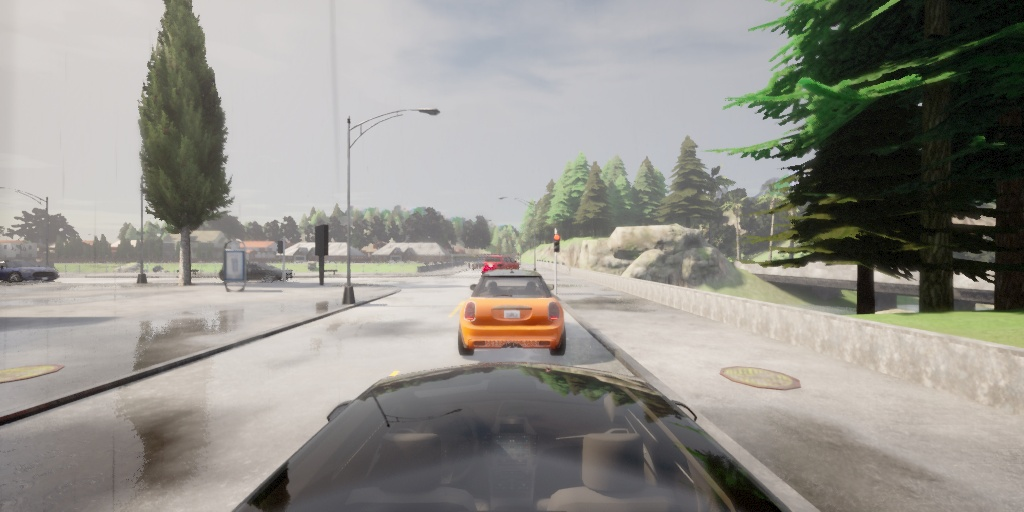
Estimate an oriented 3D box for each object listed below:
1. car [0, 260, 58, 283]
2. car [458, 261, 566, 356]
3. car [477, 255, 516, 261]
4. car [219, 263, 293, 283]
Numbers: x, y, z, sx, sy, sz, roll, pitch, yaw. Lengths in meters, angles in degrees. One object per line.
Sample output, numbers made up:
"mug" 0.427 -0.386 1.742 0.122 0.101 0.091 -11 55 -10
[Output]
"car" -37.249 1.102 26.855 4.553 1.767 2.097 0 0 -1
"car" -0.003 1.102 8.792 2.097 1.767 4.553 0 0 0
"car" -0.972 0.971 34.249 2.150 2.045 5.566 1 0 21
"car" -19.195 1.255 27.021 4.892 1.490 1.837 0 0 -1
